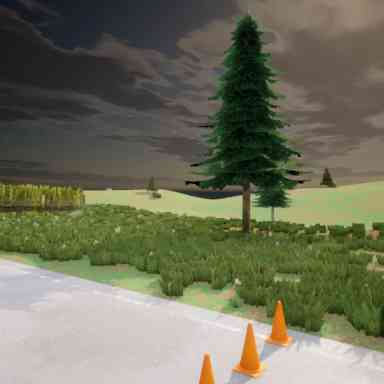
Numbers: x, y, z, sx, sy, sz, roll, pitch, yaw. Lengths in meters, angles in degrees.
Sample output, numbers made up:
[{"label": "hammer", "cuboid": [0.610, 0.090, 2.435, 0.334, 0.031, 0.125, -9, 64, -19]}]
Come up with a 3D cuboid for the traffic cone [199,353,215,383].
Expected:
[{"label": "traffic cone", "cuboid": [0.154, 1.955, 3.424, 0.340, 0.580, 0.340, 0, 0, 36]}]

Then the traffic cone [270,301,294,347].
[{"label": "traffic cone", "cuboid": [1.324, 1.955, 5.047, 0.340, 0.580, 0.340, 0, 0, 36]}]

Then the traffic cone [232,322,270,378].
[{"label": "traffic cone", "cuboid": [0.739, 1.955, 4.235, 0.340, 0.580, 0.340, 0, 0, 36]}]
